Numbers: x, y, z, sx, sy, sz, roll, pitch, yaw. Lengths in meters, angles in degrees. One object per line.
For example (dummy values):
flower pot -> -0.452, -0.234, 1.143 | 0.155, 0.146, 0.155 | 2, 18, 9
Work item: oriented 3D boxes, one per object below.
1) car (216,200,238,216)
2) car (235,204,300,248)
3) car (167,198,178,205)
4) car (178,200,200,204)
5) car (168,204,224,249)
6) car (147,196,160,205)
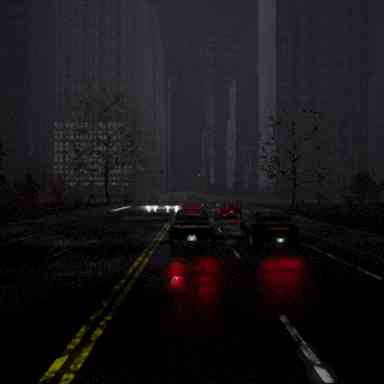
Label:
car -> 3.250, 1.477, 29.628 | 1.882, 1.535, 5.008 | 0, 0, 0
car -> 3.250, 1.515, 14.627 | 1.837, 1.490, 4.892 | 0, 0, 0
car -> -3.250, 1.619, 56.623 | 1.895, 1.301, 4.718 | 0, 0, 0
car -> 0.000, 1.477, 29.628 | 1.882, 1.535, 5.008 | 0, 0, 0
car -> 0.000, 1.494, 14.628 | 2.128, 1.511, 4.902 | 0, 0, 0
car -> -6.500, 1.484, 56.654 | 2.128, 1.511, 4.902 | 0, 0, 0
